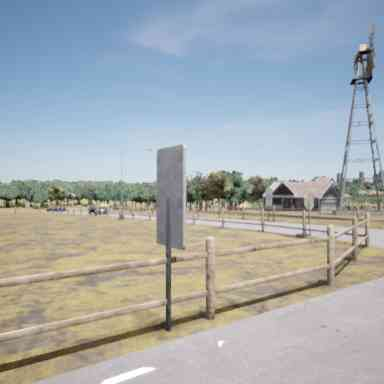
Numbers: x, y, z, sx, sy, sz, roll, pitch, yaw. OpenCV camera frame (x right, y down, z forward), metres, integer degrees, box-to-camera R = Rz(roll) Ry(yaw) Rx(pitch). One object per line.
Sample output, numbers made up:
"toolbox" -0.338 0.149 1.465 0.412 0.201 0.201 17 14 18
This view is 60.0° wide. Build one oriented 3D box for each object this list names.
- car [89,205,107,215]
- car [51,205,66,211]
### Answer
"car" -14.943 2.768 52.408 2.128 1.511 4.902 0 -2 -35
"car" -32.824 4.140 82.734 2.097 1.767 4.553 0 -3 -35
